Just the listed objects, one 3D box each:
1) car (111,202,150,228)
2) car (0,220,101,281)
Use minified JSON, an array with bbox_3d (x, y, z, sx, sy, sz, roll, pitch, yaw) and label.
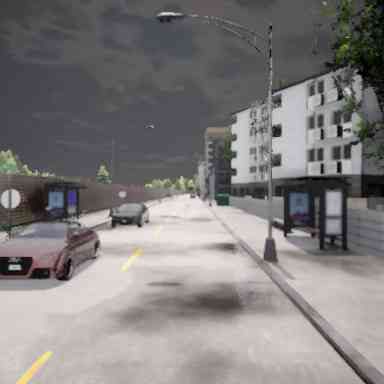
[{"bbox_3d":[-4.018,1.454,22.369,1.882,1.535,5.008,0,0,1],"label":"car"},{"bbox_3d":[-4.078,1.545,9.649,1.994,1.385,4.181,0,0,0],"label":"car"}]
